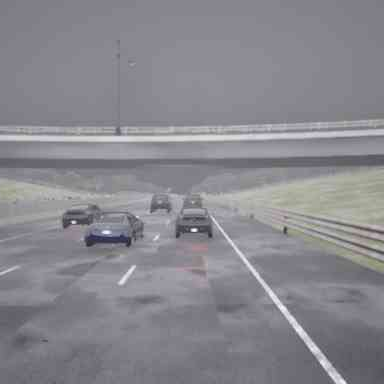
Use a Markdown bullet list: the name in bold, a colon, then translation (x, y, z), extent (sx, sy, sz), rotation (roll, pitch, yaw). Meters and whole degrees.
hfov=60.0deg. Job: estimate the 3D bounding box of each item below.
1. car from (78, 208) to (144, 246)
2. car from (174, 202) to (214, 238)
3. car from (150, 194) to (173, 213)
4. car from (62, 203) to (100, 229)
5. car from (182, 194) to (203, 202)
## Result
- **car**: translation (-3.396, 1.570, 15.240), extent (1.994, 1.385, 4.181), rotation (0, 0, 0)
- **car**: translation (0.104, 1.512, 17.793), extent (1.837, 1.490, 4.892), rotation (0, 0, 0)
- **car**: translation (-3.403, 1.240, 37.567), extent (2.150, 2.045, 5.566), rotation (0, 0, 0)
- **car**: translation (-6.895, 1.514, 21.808), extent (1.837, 1.490, 4.892), rotation (0, 0, 0)
- **car**: translation (0.108, 1.240, 37.565), extent (2.150, 2.045, 5.566), rotation (0, 0, 0)
